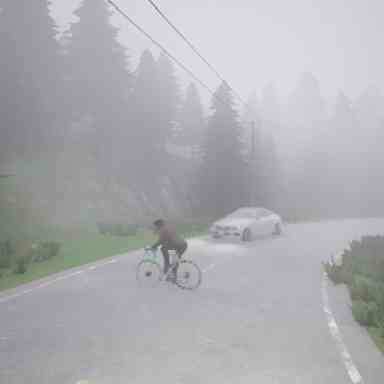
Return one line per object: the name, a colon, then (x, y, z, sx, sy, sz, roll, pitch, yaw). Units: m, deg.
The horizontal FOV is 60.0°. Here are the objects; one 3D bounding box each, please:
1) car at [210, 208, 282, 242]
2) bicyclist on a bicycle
car: (2.831, 1.525, 16.579, 1.812, 1.442, 4.674, 0, 0, 42)
bicyclist on a bicycle: (-0.582, 1.455, 7.702, 1.656, 1.620, 0.582, -2, -1, 18)
